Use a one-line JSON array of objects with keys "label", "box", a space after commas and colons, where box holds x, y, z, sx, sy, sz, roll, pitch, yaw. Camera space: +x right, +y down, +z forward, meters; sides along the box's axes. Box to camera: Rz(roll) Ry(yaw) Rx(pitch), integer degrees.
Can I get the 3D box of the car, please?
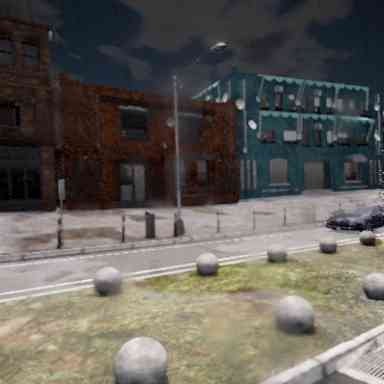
[{"label": "car", "box": [9.910, 1.386, 18.789, 5.357, 1.411, 2.033, -4, 2, -31]}]
